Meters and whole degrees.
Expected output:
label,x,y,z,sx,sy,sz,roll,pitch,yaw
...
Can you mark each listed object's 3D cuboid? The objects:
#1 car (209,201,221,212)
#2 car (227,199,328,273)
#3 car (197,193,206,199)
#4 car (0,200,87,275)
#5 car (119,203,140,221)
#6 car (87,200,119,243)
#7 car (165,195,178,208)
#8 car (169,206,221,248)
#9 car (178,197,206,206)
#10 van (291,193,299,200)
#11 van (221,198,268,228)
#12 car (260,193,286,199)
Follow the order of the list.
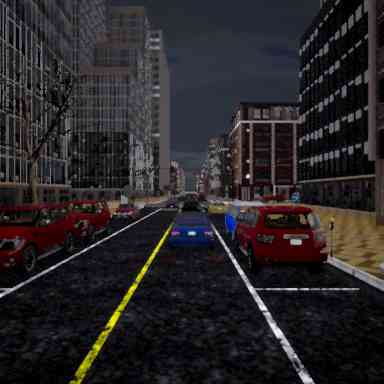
label,x,y,z,sx,sy,sz,roll,pitch,yaw
car,2.564,1.525,32.978,1.752,1.417,4.829,0,0,0
car,2.563,1.313,10.574,2.192,1.841,5.009,0,0,0
car,2.563,1.325,87.625,2.192,1.841,5.009,0,0,0
car,-5.317,1.313,10.573,2.192,1.841,5.009,0,0,0
car,-5.316,1.581,27.249,1.802,1.307,4.206,0,0,0
car,-5.317,1.313,16.132,2.192,1.841,5.009,0,0,0
car,-2.750,1.605,47.650,2.033,1.411,5.357,0,0,0
car,0.000,1.563,14.650,2.033,1.411,5.357,0,0,0
car,0.000,1.517,29.650,1.837,1.490,4.892,0,0,0
van,20.969,1.054,63.229,3.998,1.788,1.690,-1,1,-1
van,2.564,1.340,16.132,1.690,1.788,3.998,0,0,0
car,15.313,1.098,63.170,5.009,1.841,2.192,-1,1,-1
